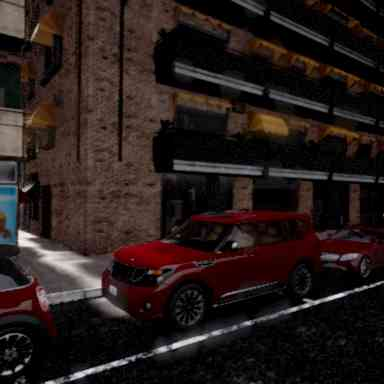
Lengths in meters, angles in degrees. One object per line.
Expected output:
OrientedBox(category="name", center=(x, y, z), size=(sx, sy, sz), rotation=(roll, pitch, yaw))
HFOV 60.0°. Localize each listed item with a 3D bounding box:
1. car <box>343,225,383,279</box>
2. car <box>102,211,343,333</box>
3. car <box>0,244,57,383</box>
OrientedBox(category="car", center=(5.306, 1.697, 10.360), size=(4.206, 1.307, 1.802), rotation=(1, 0, -36))
OrientedBox(category="car", center=(0.725, 1.367, 7.081), size=(5.009, 1.841, 2.192), rotation=(1, 0, -36))
OrientedBox(category="car", center=(-3.861, 1.430, 3.802), size=(4.097, 1.590, 1.967), rotation=(1, 0, -36))
